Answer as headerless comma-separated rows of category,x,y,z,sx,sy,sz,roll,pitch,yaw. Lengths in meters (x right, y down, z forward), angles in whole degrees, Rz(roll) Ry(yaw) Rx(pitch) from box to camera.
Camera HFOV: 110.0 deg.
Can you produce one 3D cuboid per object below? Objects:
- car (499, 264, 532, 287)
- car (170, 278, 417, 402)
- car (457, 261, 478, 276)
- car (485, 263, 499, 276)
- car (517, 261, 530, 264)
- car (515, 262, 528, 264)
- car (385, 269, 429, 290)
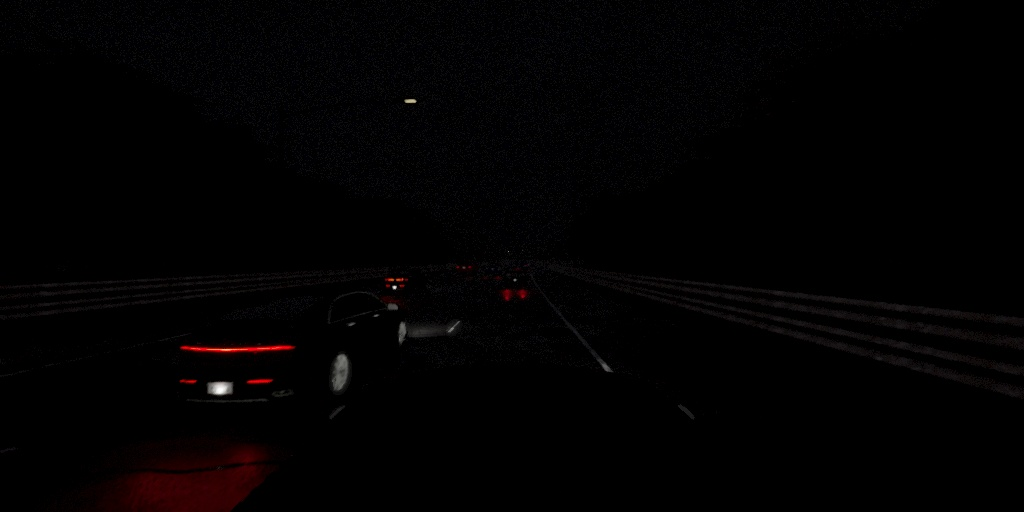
car,0.295,1.648,29.402,2.128,1.511,4.902,0,-1,1
car,-3.393,1.324,6.598,1.837,1.490,4.892,0,-1,0
car,-6.012,1.649,48.514,2.150,2.045,5.566,0,-1,3
car,-2.446,1.783,48.944,2.097,1.767,4.553,0,-1,2
car,1.688,1.846,63.392,2.150,2.045,5.566,0,-1,3
car,0.890,1.889,47.433,1.882,1.535,5.008,0,-1,2
car,-6.748,1.572,23.167,1.837,1.490,4.892,0,-1,1
